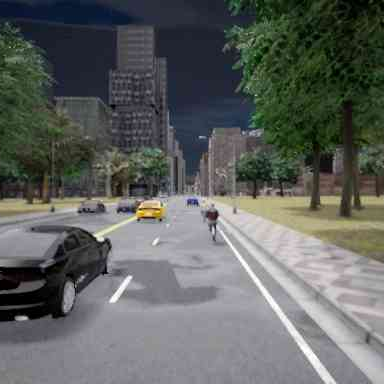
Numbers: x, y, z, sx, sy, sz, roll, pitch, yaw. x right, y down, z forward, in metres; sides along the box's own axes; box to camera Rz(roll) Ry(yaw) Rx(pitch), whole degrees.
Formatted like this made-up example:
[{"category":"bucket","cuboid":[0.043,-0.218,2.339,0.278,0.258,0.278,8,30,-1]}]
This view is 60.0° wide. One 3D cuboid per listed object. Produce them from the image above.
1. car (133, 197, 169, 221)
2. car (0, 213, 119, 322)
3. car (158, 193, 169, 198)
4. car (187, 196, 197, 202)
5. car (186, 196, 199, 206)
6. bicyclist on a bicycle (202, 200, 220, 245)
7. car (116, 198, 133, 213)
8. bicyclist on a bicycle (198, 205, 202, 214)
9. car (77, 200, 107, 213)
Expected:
[{"category":"car","cuboid":[-3.151,1.443,26.546,1.882,1.535,5.008,0,0,0]},{"category":"car","cuboid":[-3.150,1.464,7.399,1.882,1.535,5.008,0,0,0]},{"category":"car","cuboid":[-6.501,1.172,75.643,2.150,2.045,5.566,0,0,0]},{"category":"car","cuboid":[-0.001,1.547,73.627,1.994,1.385,4.181,0,0,0]},{"category":"car","cuboid":[0.099,1.454,56.071,1.882,1.535,5.008,0,0,0]},{"category":"bicyclist on a bicycle","cuboid":[0.894,1.347,14.526,0.659,1.776,1.843,0,0,0]},{"category":"car","cuboid":[-6.593,1.441,34.914,1.882,1.535,5.008,0,0,0]},{"category":"bicyclist on a bicycle","cuboid":[0.894,1.404,23.951,0.866,1.612,1.509,0,0,0]},{"category":"car","cuboid":[-9.843,1.527,32.949,1.994,1.385,4.181,0,0,0]}]
